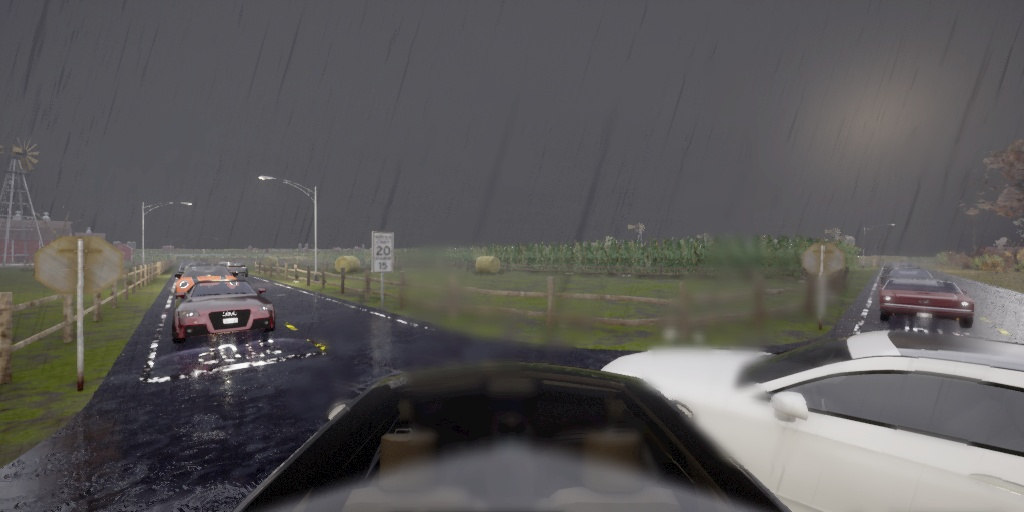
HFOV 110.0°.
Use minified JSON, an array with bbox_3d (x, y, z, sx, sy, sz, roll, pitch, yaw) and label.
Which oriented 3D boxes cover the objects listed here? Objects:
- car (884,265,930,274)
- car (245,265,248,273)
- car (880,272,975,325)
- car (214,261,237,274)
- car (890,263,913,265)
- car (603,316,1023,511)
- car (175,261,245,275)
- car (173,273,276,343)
[{"bbox_3d":[20.364,1.366,18.393,5.357,1.411,2.033,0,1,-44],"label":"car"},{"bbox_3d":[-27.438,1.308,35.450,2.128,1.511,4.902,0,0,-42],"label":"car"},{"bbox_3d":[13.372,1.400,11.738,4.718,1.301,1.895,0,1,-44],"label":"car"},{"bbox_3d":[-34.255,1.336,42.820,1.837,1.490,4.892,0,0,-42],"label":"car"},{"bbox_3d":[27.037,1.406,24.735,4.181,1.385,1.994,0,1,-44],"label":"car"},{"bbox_3d":[2.811,1.293,2.539,1.812,1.442,4.674,0,1,-45],"label":"car"},{"bbox_3d":[-13.925,1.151,16.394,2.097,1.767,4.553,0,0,-42],"label":"car"},{"bbox_3d":[-8.066,1.361,9.986,1.994,1.385,4.181,0,0,-43],"label":"car"}]
